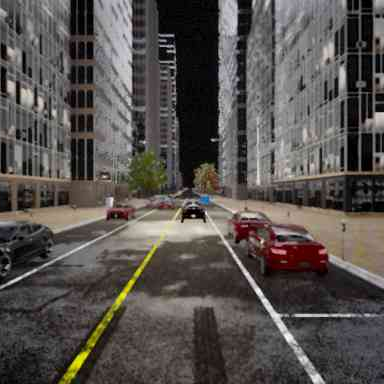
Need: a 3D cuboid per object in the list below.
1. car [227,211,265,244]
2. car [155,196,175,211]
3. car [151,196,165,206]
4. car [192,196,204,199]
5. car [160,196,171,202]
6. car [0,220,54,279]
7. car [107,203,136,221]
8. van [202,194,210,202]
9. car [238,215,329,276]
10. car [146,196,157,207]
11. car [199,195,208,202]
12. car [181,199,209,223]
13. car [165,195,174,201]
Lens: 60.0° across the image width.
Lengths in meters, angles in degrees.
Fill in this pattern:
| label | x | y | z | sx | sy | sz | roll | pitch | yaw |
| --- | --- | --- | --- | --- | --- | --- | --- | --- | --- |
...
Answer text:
| label | x | y | z | sx | sy | sz | roll | pitch | yaw |
| --- | --- | --- | --- | --- | --- | --- | --- | --- | --- |
| car | 2.688 | 1.546 | 15.730 | 1.887 | 1.381 | 4.507 | 0 | 0 | 0 |
| car | -3.092 | 1.555 | 41.253 | 1.994 | 1.385 | 4.181 | 0 | 0 | 0 |
| car | -5.693 | 1.416 | 55.583 | 1.967 | 1.590 | 4.097 | 0 | 0 | 0 |
| car | 0.099 | 1.536 | 42.844 | 2.033 | 1.411 | 5.357 | 0 | 0 | 0 |
| car | -5.693 | 1.504 | 72.661 | 2.008 | 1.369 | 4.403 | 0 | 0 | 0 |
| car | -5.693 | 1.568 | 10.044 | 1.947 | 1.339 | 4.313 | 0 | 0 | 0 |
| car | -5.693 | 1.545 | 27.121 | 1.887 | 1.381 | 4.507 | 0 | 0 | 0 |
| van | 2.688 | 1.303 | 66.964 | 1.690 | 1.788 | 3.998 | 0 | 0 | 0 |
| car | 2.688 | 1.583 | 10.037 | 1.802 | 1.307 | 4.206 | 0 | 0 | 0 |
| car | -5.693 | 1.423 | 49.891 | 1.967 | 1.590 | 4.097 | 0 | 0 | 0 |
| car | 2.688 | 1.492 | 78.350 | 2.008 | 1.369 | 4.403 | 0 | 0 | 0 |
| car | 0.102 | 1.526 | 25.682 | 1.812 | 1.442 | 4.674 | 0 | 0 | 0 |
| car | -5.693 | 1.511 | 84.046 | 1.802 | 1.307 | 4.206 | 0 | 0 | 0 |
